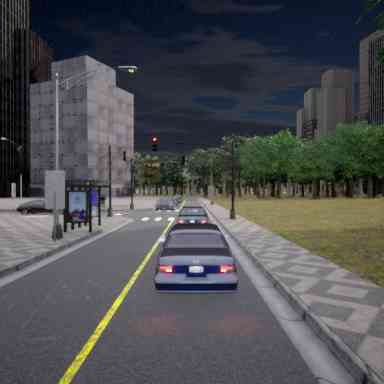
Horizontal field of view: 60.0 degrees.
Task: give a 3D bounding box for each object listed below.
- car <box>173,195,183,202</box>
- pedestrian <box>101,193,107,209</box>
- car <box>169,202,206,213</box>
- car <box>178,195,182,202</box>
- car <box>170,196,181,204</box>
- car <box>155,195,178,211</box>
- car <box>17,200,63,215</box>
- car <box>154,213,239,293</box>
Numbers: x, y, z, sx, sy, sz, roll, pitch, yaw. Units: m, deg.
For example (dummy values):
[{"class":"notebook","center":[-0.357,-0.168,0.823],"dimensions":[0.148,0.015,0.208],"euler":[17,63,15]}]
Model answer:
[{"class":"car","center":[-3.124,1.414,74.708],"dimensions":[2.128,1.511,4.902],"euler":[0,0,0]},{"class":"pedestrian","center":[-10.122,1.046,38.143],"dimensions":[0.375,1.860,0.375],"euler":[0,0,1]},{"class":"car","center":[0.058,1.535,19.287],"dimensions":[2.033,1.411,5.357],"euler":[0,0,1]},{"class":"car","center":[-3.144,1.431,52.611],"dimensions":[2.128,1.511,4.902],"euler":[0,0,0]},{"class":"car","center":[-3.122,1.480,64.397],"dimensions":[1.994,1.385,4.181],"euler":[0,0,0]},{"class":"car","center":[-3.138,1.312,39.323],"dimensions":[2.097,1.767,4.553],"euler":[0,0,0]},{"class":"car","center":[-14.381,1.473,32.032],"dimensions":[4.674,1.442,1.812],"euler":[0,1,2]},{"class":"car","center":[0.084,1.544,8.952],"dimensions":[2.033,1.411,5.357],"euler":[0,0,0]}]
